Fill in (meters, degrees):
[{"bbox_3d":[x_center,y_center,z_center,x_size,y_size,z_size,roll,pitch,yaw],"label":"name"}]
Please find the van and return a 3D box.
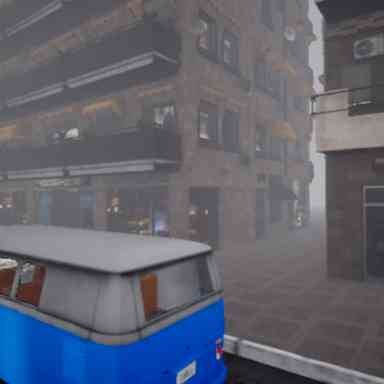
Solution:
[{"bbox_3d":[-1.557,1.360,3.995,3.998,1.788,1.690,0,0,36],"label":"van"}]
